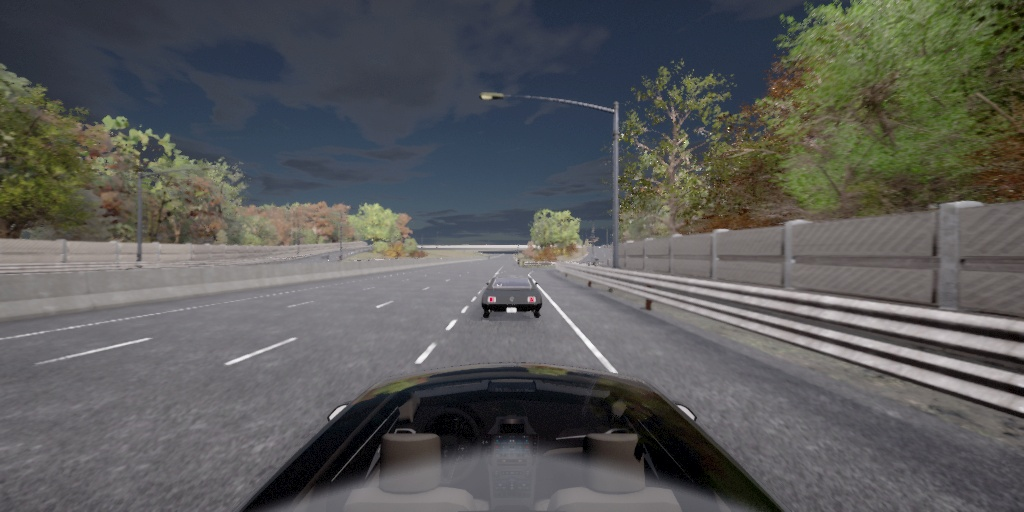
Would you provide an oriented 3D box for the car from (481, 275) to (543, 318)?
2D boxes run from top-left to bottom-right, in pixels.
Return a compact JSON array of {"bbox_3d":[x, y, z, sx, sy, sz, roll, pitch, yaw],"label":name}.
[{"bbox_3d":[-0.006,1.346,13.023,1.895,1.301,4.718,0,0,0],"label":"car"}]
